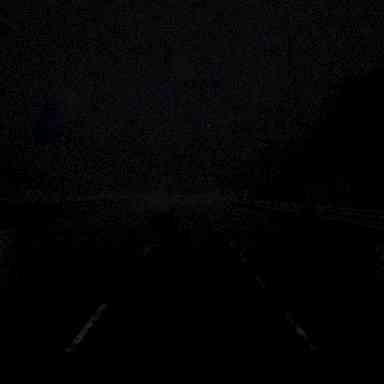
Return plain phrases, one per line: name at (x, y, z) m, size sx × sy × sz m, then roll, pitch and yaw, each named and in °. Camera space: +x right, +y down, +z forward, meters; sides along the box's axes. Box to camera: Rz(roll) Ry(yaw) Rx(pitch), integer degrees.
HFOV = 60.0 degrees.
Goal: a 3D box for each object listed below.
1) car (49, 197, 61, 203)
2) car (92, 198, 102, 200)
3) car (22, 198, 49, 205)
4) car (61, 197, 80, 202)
car at (-24.535, 1.671, 60.972) m, size 2.097 × 1.767 × 4.553 m, roll 0°, pitch 0°, yaw 1°
car at (-17.543, 1.844, 60.937) m, size 1.812 × 1.442 × 4.674 m, roll 0°, pitch 0°, yaw 1°
car at (-28.022, 1.852, 59.033) m, size 2.033 × 1.411 × 5.357 m, roll 0°, pitch 0°, yaw 1°
car at (-21.050, 1.869, 59.106) m, size 1.994 × 1.385 × 4.181 m, roll 0°, pitch 0°, yaw 1°
